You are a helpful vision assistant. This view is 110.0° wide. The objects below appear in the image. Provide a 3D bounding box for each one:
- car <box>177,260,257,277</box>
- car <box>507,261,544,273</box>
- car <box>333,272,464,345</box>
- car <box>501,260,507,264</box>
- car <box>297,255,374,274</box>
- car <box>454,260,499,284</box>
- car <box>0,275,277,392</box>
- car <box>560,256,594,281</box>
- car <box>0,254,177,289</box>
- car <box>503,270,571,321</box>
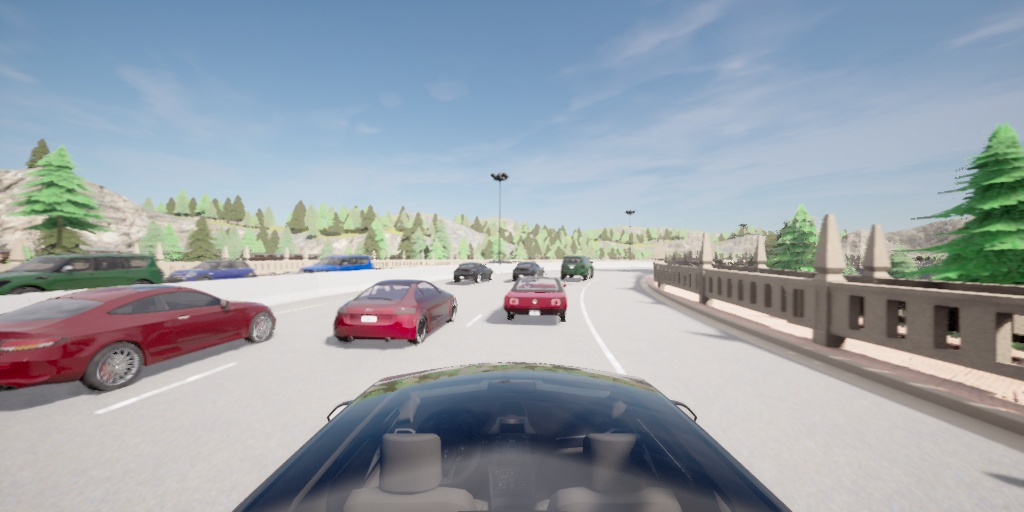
[{"bbox_3d":[-18.704,1.071,22.521,2.097,1.767,4.553,0,0,13],"label":"car"},{"bbox_3d":[1.441,1.283,29.403,1.837,1.490,4.892,0,0,18],"label":"car"},{"bbox_3d":[-2.836,1.305,9.589,1.994,1.385,4.181,0,0,5],"label":"car"},{"bbox_3d":[-2.711,1.388,53.815,1.837,1.490,4.892,0,-1,31],"label":"car"},{"bbox_3d":[-11.362,0.961,23.598,2.150,2.045,5.566,0,0,13],"label":"car"},{"bbox_3d":[-2.831,1.271,27.498,1.837,1.490,4.892,0,0,17],"label":"car"},{"bbox_3d":[-6.612,1.251,6.607,1.812,1.442,4.674,0,0,3],"label":"car"},{"bbox_3d":[5.734,1.008,31.145,2.150,2.045,5.566,0,0,21],"label":"car"},{"bbox_3d":[-16.706,0.923,13.626,2.150,2.045,5.566,0,0,7],"label":"car"},{"bbox_3d":[0.965,1.354,12.545,1.895,1.301,4.718,0,0,8],"label":"car"}]
